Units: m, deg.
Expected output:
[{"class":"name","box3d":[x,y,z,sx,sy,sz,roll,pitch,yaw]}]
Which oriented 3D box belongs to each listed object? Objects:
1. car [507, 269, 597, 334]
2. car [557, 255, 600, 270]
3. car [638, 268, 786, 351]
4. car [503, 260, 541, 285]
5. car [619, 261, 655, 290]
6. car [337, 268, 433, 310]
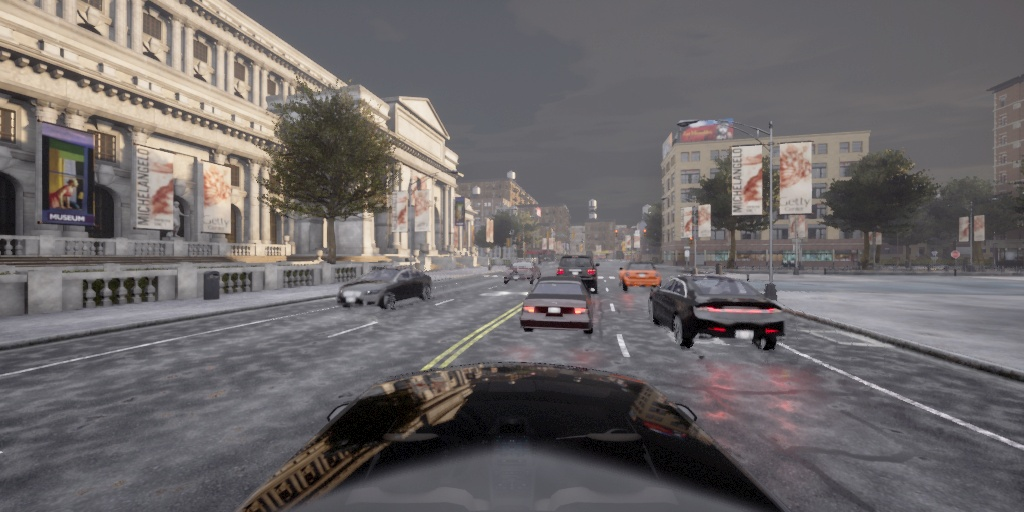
[{"class":"car","box3d":[1.473,1.297,10.734,2.033,1.411,5.357,0,0,11]},{"class":"car","box3d":[3.821,0.971,20.710,2.150,2.045,5.566,0,0,14]},{"class":"car","box3d":[4.784,1.243,9.079,2.128,1.511,4.902,0,0,10]},{"class":"car","box3d":[0.802,0.992,23.588,1.812,1.442,4.674,0,0,14]},{"class":"car","box3d":[7.760,1.103,22.059,2.097,1.767,4.553,0,0,13]},{"class":"car","box3d":[-4.991,1.241,14.779,2.128,1.511,4.902,0,0,14]}]
